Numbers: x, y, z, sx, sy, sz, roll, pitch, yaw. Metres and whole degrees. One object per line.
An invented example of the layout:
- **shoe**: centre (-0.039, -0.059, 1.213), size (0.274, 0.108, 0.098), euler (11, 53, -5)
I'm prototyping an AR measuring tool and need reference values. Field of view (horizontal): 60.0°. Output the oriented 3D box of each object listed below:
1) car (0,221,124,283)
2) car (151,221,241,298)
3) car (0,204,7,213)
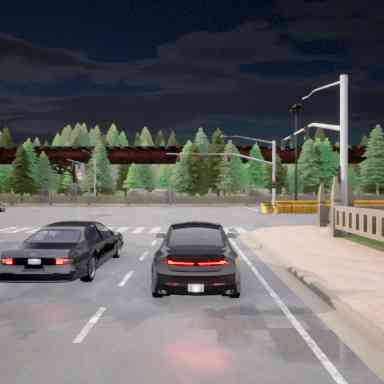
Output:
- **car**: centre (-3.385, 1.547, 9.682), size (2.033, 1.411, 5.357), euler (0, 0, 0)
- **car**: centre (0.101, 1.505, 8.492), size (1.837, 1.490, 4.892), euler (0, 0, 1)
- **car**: centre (-21.398, 1.490, 33.557), size (4.902, 1.511, 2.128), euler (0, 0, 1)
